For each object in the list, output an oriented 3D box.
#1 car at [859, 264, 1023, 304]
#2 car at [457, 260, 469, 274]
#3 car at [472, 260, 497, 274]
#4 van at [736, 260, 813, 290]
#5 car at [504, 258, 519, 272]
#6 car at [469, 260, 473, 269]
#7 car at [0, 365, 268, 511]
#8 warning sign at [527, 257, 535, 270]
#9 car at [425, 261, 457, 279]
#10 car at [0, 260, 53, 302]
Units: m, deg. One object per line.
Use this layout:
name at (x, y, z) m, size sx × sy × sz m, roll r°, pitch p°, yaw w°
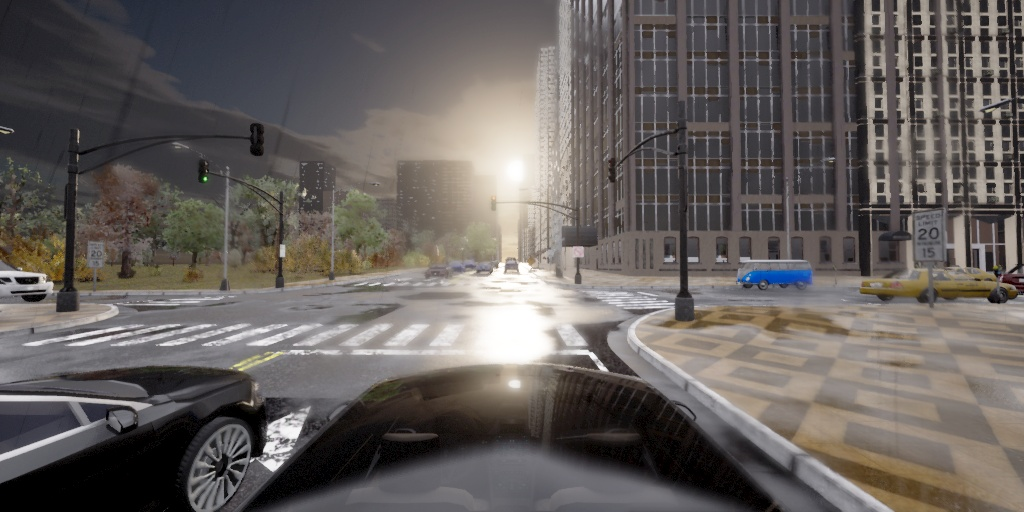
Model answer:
car at (16.292, 1.075, 13.761) m, size 4.829 × 1.417 × 1.751 m, roll 0°, pitch 0°, yaw -1°
car at (-6.716, 1.329, 43.386) m, size 1.882 × 1.535 × 5.008 m, roll 0°, pitch 0°, yaw 0°
car at (-3.269, 1.400, 43.708) m, size 2.033 × 1.411 × 5.357 m, roll 0°, pitch 0°, yaw 0°
van at (15.888, 1.122, 21.778) m, size 3.998 × 1.789 × 1.690 m, roll 0°, pitch 0°, yaw -1°
car at (-0.037, 1.356, 49.436) m, size 1.882 × 1.535 × 5.008 m, roll 0°, pitch 0°, yaw 0°
car at (-6.741, 1.394, 56.639) m, size 1.882 × 1.535 × 5.008 m, roll 0°, pitch 0°, yaw 0°
car at (-3.143, 1.241, 1.308) m, size 2.128 × 1.511 × 4.902 m, roll 0°, pitch 0°, yaw 0°
warning sign at (2.710, 1.000, 50.679) m, size 1.300 × 1.860 × 1.060 m, roll 0°, pitch 0°, yaw 0°
car at (-6.685, 1.379, 33.256) m, size 1.994 × 1.385 × 4.181 m, roll 0°, pitch 0°, yaw 0°
car at (-23.575, 1.057, 15.455) m, size 5.566 × 2.045 × 2.150 m, roll 0°, pitch -2°, yaw -1°
